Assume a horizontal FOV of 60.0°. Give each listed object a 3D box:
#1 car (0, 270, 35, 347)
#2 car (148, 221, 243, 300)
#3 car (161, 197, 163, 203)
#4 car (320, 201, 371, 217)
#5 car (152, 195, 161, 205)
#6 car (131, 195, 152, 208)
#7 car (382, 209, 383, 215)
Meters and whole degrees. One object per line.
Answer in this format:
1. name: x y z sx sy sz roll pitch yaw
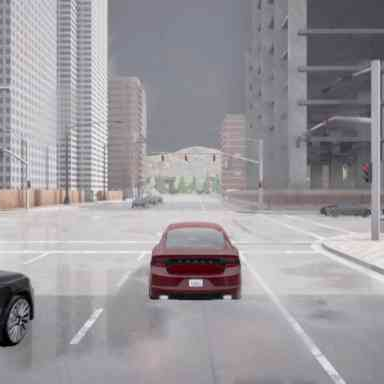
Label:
1. car: -3.450 1.491 3.421 2.128 1.511 4.902 0 0 0
2. car: 0.061 1.476 8.426 1.882 1.535 5.008 0 0 0
3. car: -6.906 1.531 67.039 2.033 1.411 5.357 0 0 1
4. car: 13.913 1.557 30.259 4.181 1.385 1.994 0 0 0
5. car: -7.111 1.338 56.770 2.097 1.767 4.553 0 0 1
6. car: -7.262 1.493 46.936 1.837 1.490 4.892 0 0 1
7. car: 18.465 1.215 26.732 5.566 2.045 2.150 0 0 0
